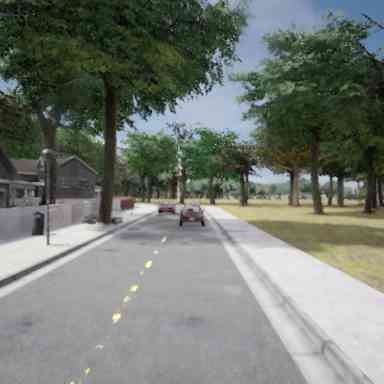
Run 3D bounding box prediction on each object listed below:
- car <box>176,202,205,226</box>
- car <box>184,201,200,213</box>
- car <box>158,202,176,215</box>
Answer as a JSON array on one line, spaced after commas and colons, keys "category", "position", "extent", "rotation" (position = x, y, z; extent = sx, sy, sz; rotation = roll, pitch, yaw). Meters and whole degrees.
[{"category": "car", "position": [0.011, 1.675, 24.893], "extent": [1.812, 1.442, 4.674], "rotation": [0, 0, 0]}, {"category": "car", "position": [0.064, 1.863, 42.019], "extent": [1.895, 1.301, 4.718], "rotation": [0, 0, 0]}, {"category": "car", "position": [-2.779, 1.835, 37.876], "extent": [1.895, 1.301, 4.718], "rotation": [0, 0, 0]}]
